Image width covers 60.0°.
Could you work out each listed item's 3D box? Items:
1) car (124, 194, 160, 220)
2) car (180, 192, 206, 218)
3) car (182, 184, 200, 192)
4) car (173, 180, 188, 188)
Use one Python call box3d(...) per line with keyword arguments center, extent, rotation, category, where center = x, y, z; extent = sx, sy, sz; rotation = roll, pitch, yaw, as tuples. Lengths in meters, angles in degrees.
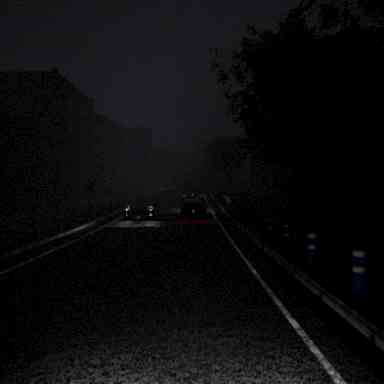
box3d(center=(-3.597, 1.024, 24.465), extent=(2.097, 1.767, 4.553), rotation=(0, 2, 0), category="car")
box3d(center=(0.102, 1.092, 25.959), extent=(1.882, 1.535, 5.008), rotation=(0, 2, 0), category="car")
box3d(center=(0.104, 0.196, 42.925), extent=(2.033, 1.411, 5.357), rotation=(0, 4, 0), category="car")
box3d(center=(-2.188, -1.604, 67.338), extent=(1.837, 1.490, 4.892), rotation=(0, 4, 20), category="car")
